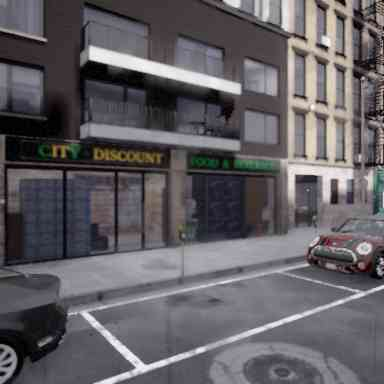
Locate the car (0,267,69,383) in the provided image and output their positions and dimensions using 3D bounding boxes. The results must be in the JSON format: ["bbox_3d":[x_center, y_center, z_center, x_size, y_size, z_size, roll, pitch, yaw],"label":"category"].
[{"bbox_3d":[-3.665,1.551,3.575,4.403,1.369,2.008,0,0,-36],"label":"car"}]

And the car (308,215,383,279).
[{"bbox_3d":[5.308,1.442,9.976,4.097,1.590,1.967,0,0,-36],"label":"car"}]
